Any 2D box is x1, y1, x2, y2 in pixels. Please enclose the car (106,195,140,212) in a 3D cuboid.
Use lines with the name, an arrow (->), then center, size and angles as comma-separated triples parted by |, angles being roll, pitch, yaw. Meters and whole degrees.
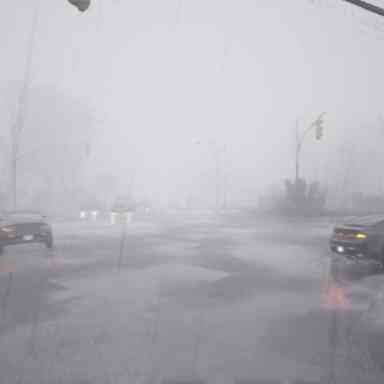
car -> -7.107, 1.119, 34.828 | 2.097, 1.767, 4.553 | 0, -1, 0

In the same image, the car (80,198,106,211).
car -> -10.606, 1.347, 36.182 | 1.994, 1.385, 4.181 | 0, -1, 0

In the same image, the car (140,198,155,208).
car -> -7.098, 1.641, 48.870 | 1.837, 1.490, 4.892 | 0, -2, 0

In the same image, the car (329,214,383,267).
car -> 6.702, 1.414, 10.228 | 4.892, 1.490, 1.837 | 0, -3, -12

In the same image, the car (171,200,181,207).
car -> -3.533, 2.599, 76.000 | 2.033, 1.411, 5.357 | 0, -2, 0

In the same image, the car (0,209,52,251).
car -> -6.952, 1.398, 13.534 | 1.812, 1.442, 4.674 | 0, 0, -33

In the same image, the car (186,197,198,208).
car -> -0.028, 2.030, 65.607 | 2.150, 2.045, 5.566 | 0, -2, 0

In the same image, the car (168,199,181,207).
car -> -3.528, 2.174, 65.957 | 2.097, 1.767, 4.553 | 0, -2, 0

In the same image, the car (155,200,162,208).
car -> -7.040, 2.271, 64.940 | 2.128, 1.511, 4.902 | 0, -2, 0

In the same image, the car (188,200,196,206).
car -> -0.033, 2.537, 76.004 | 1.882, 1.535, 5.008 | 0, -2, 0
